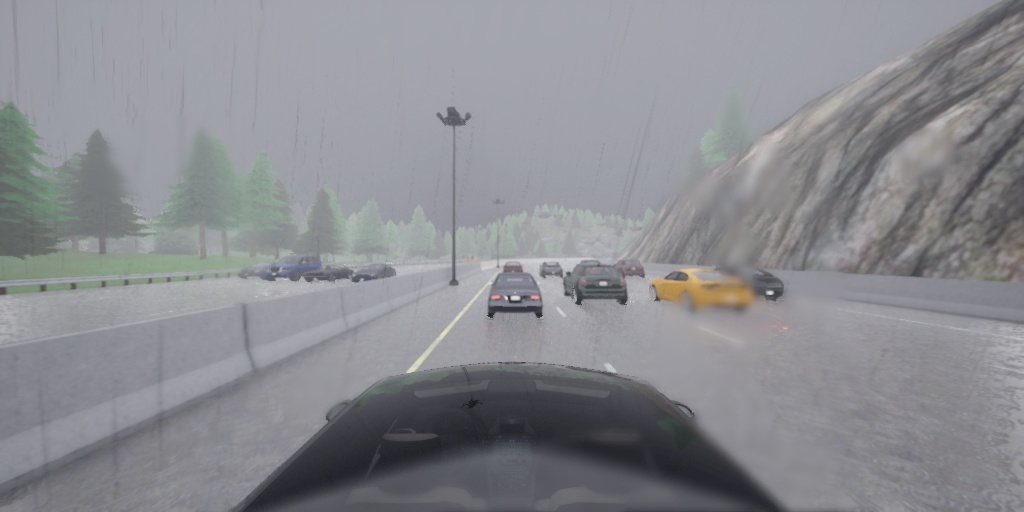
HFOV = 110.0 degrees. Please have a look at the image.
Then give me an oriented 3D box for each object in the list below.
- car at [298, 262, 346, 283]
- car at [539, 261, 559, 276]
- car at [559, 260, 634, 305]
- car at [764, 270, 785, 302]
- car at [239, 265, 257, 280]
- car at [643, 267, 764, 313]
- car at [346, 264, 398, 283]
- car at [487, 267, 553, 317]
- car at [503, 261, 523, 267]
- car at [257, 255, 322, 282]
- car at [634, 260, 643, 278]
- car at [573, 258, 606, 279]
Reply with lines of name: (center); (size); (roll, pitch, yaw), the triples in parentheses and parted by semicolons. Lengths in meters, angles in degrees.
car: (-14.100, 1.355, 27.917); (1.895, 1.301, 4.718); (0, 0, 0)
car: (3.597, 1.244, 33.553); (2.128, 1.511, 4.902); (0, 0, 0)
car: (3.600, 1.103, 16.249); (2.097, 1.767, 4.553); (0, 0, 0)
car: (10.600, 1.255, 17.128); (1.837, 1.490, 4.892); (0, 0, 0)
car: (-21.093, 1.281, 30.861); (1.812, 1.442, 4.674); (0, 0, 0)
car: (7.100, 1.228, 14.061); (1.882, 1.535, 5.008); (0, 0, 0)
car: (-10.602, 1.301, 28.104); (2.033, 1.411, 5.357); (0, 0, 0)
car: (0.099, 1.299, 13.194); (2.033, 1.411, 5.357); (0, 0, 0)
car: (0.097, 1.231, 35.113); (1.882, 1.535, 5.008); (0, 0, 0)
car: (-17.599, 0.976, 29.271); (2.150, 2.045, 5.566); (0, 0, 0)
car: (10.598, 1.104, 33.302); (2.097, 1.767, 4.553); (0, 0, 0)
car: (7.097, 1.104, 33.284); (2.097, 1.767, 4.553); (0, 0, 0)
